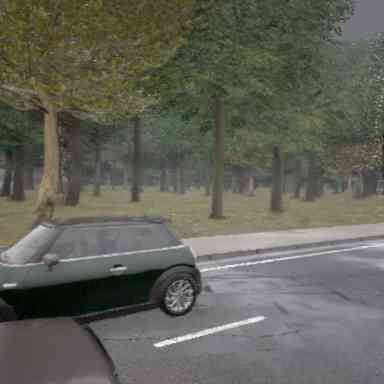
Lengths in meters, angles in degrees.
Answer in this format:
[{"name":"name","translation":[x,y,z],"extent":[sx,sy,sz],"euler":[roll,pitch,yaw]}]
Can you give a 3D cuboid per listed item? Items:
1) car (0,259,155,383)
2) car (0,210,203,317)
[{"name":"car","translation":[-2.905,1.477,1.416],"extent":[5.357,1.411,2.033],"euler":[0,1,-32]},{"name":"car","translation":[-2.112,1.234,5.715],"extent":[4.553,1.767,2.097],"euler":[0,1,-32]}]
